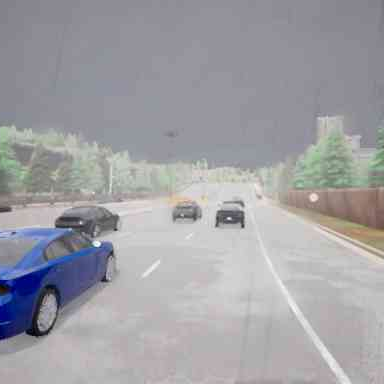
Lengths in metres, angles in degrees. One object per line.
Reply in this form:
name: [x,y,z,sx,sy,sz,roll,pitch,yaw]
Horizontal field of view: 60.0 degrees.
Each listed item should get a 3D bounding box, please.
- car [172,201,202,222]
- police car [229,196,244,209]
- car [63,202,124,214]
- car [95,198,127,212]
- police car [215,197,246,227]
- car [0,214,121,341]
car: [-0.325,1.495,26.516,2.128,1.511,4.902,0,0,9]
police car: [6.475,1.486,47.894,1.930,1.638,5.238,0,0,9]
car: [-5.254,1.469,17.397,1.837,1.490,4.892,0,0,8]
car: [-9.269,1.443,38.483,1.837,1.490,4.892,0,-1,9]
police car: [2.720,1.451,23.304,1.930,1.638,5.238,0,0,9]
car: [-3.065,1.455,6.690,1.882,1.535,5.008,0,0,5]
